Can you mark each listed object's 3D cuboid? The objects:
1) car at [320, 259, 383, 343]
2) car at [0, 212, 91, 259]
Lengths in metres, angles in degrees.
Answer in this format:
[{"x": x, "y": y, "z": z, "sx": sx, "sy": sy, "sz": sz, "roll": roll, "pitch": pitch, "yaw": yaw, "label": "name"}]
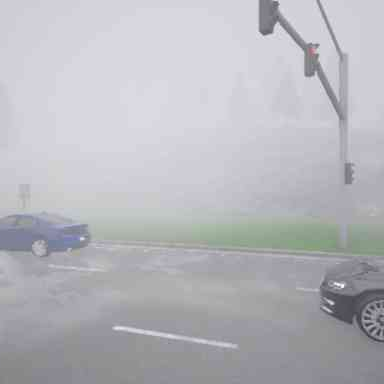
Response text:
[{"x": 4.594, "y": 1.553, "z": 5.103, "sx": 4.902, "sy": 1.511, "sz": 2.128, "roll": 0, "pitch": -1, "yaw": 29, "label": "car"}, {"x": -6.288, "y": 1.513, "z": 12.604, "sx": 5.008, "sy": 1.535, "sz": 1.882, "roll": 0, "pitch": -1, "yaw": 16, "label": "car"}]
